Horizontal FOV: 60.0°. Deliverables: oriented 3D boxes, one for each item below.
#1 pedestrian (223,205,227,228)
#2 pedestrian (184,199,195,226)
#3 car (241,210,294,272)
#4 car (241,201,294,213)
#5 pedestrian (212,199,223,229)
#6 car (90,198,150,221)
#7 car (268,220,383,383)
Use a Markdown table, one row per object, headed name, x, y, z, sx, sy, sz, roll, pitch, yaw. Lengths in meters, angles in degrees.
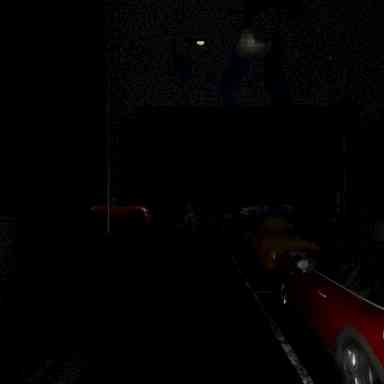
| name | x | y | z | sx | sy | sz | roll | pitch | yaw |
| --- | --- | --- | --- | --- | --- | --- | --- | --- | --- |
| pedestrian | 1.804 | 1.301 | 20.916 | 0.375 | 1.860 | 0.375 | 0 | 0 | 0 |
| pedestrian | -0.146 | 1.299 | 21.515 | 0.375 | 1.860 | 0.375 | 0 | 0 | 0 |
| car | 2.638 | 1.529 | 10.597 | 1.752 | 1.417 | 4.829 | 0 | 0 | 0 |
| car | 6.667 | 1.529 | 29.513 | 4.674 | 1.442 | 1.812 | 0 | 0 | 0 |
| pedestrian | 1.545 | 1.301 | 20.202 | 0.375 | 1.860 | 0.375 | 0 | 0 | 0 |
| car | -5.633 | 1.356 | 26.521 | 4.553 | 1.767 | 2.097 | 0 | 0 | 0 |
| car | 2.641 | 1.441 | 4.989 | 1.967 | 1.590 | 4.097 | 0 | 0 | 0 |
